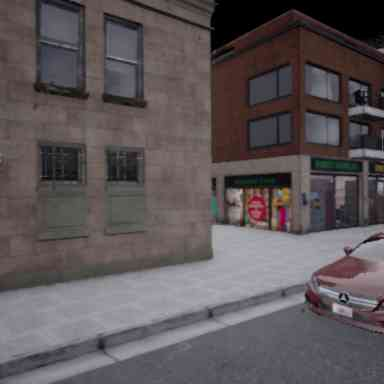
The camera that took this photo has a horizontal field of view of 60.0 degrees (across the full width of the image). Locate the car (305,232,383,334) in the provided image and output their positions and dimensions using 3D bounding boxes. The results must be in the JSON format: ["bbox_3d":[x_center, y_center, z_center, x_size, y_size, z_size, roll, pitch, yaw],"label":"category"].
[{"bbox_3d":[4.131,1.501,6.346,4.674,1.442,1.812,0,0,-36],"label":"car"}]
